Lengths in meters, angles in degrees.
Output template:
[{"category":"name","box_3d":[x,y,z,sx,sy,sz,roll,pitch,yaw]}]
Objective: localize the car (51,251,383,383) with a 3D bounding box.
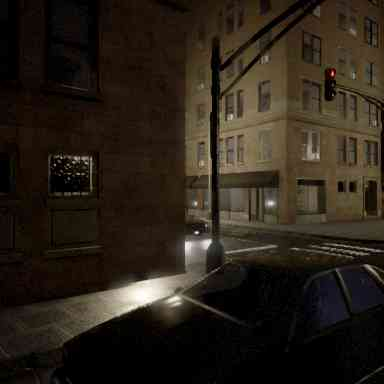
[{"category":"car","box_3d":[1.203,1.547,4.238,5.357,1.411,2.033,0,0,-36]}]

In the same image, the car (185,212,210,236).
[{"category":"car","box_3d":[-1.318,1.515,17.734,2.033,1.411,5.357,0,0,-36]}]
